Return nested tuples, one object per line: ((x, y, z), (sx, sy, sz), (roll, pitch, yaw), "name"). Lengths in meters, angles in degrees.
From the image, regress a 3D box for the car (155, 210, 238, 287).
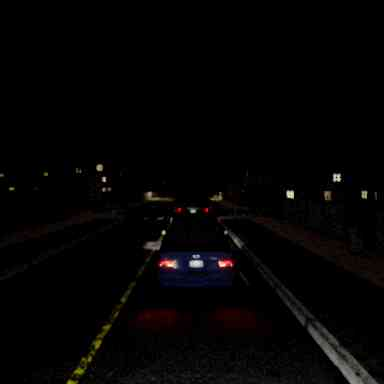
((0.081, 1.458, 9.150), (2.033, 1.411, 5.357), (0, 1, 0), "car")

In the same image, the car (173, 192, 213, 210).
((0.057, 1.034, 19.406), (2.150, 2.045, 5.566), (0, 1, 0), "car")
